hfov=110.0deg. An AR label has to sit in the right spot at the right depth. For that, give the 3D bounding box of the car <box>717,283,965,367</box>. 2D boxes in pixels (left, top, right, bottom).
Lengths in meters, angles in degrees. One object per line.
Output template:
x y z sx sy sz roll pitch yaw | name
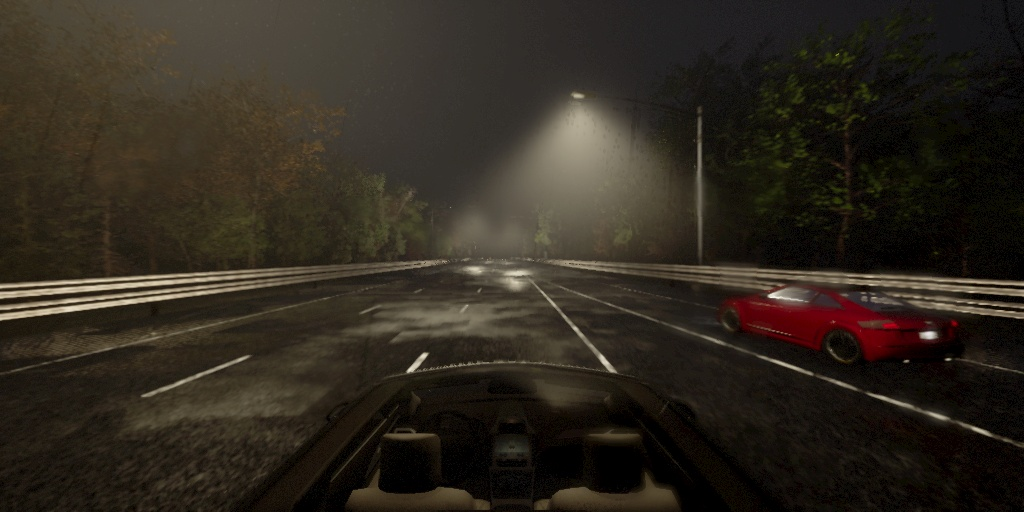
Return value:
6.657 1.281 7.932 1.994 1.385 4.181 0 0 -7 | car
